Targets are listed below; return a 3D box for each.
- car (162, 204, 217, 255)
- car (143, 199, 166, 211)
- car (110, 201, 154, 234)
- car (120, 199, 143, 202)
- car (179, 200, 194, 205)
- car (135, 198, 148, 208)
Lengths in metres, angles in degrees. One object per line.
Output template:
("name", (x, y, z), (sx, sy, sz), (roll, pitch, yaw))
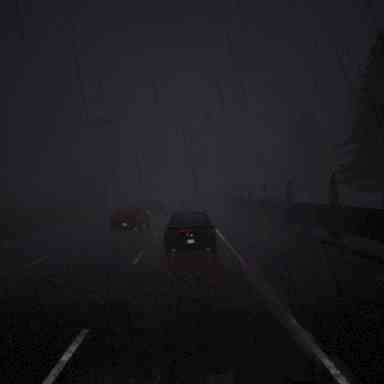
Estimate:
("car", (-0.095, 1.506, 13.635), (1.882, 1.535, 5.008), (-1, 0, -1))
("car", (-4.087, 1.668, 39.070), (2.128, 1.511, 4.902), (-1, 0, -1))
("car", (-3.730, 1.609, 20.614), (1.882, 1.535, 5.008), (-1, 0, -1))
("car", (-7.600, 1.614, 39.790), (2.097, 1.767, 4.553), (-1, 0, -1))
("car", (-0.663, 1.663, 42.911), (1.994, 1.385, 4.181), (-1, 0, -1))
("car", (-8.227, 1.832, 54.441), (1.812, 1.442, 4.674), (-1, 0, -6))
